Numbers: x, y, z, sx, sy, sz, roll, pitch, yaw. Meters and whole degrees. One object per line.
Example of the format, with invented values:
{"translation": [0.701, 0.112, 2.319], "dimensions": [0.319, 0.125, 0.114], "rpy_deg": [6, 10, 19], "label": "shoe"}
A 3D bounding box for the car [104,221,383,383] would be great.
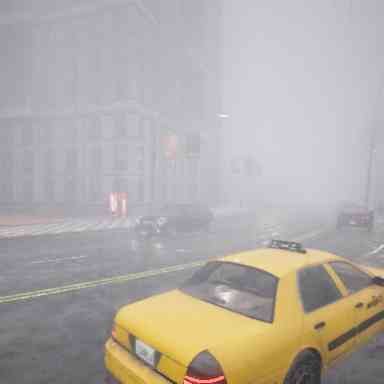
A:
{"translation": [1.504, 1.453, 4.741], "dimensions": [5.366, 1.575, 1.801], "rpy_deg": [0, 0, -41], "label": "car"}

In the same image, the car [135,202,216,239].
{"translation": [-0.774, 1.338, 17.308], "dimensions": [2.097, 1.767, 4.553], "rpy_deg": [0, 0, 41], "label": "car"}

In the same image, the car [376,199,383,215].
{"translation": [19.127, 1.478, 32.826], "dimensions": [2.128, 1.511, 4.902], "rpy_deg": [0, 0, 20], "label": "car"}

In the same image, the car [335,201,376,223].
{"translation": [10.057, 1.516, 20.443], "dimensions": [1.812, 1.442, 4.674], "rpy_deg": [0, 0, 30], "label": "car"}
